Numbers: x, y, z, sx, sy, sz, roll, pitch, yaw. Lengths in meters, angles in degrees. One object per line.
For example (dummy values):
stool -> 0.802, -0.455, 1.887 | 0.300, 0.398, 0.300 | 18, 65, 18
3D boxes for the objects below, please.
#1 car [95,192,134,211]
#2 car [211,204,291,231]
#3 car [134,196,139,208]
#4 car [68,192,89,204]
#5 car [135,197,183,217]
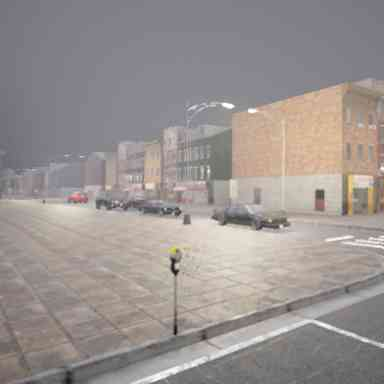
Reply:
car -> -8.922, 0.967, 36.858 | 2.150, 2.045, 5.566 | 0, 0, -35
car -> 3.302, 1.409, 19.917 | 2.033, 1.411, 5.357 | 0, 0, -33
car -> -6.854, 1.229, 39.029 | 1.882, 1.535, 5.008 | 0, 0, -36
car -> -19.233, 0.984, 56.180 | 2.150, 2.045, 5.566 | 0, 0, -35
car -> -2.751, 1.391, 28.264 | 1.895, 1.301, 4.718 | 0, 0, -36
